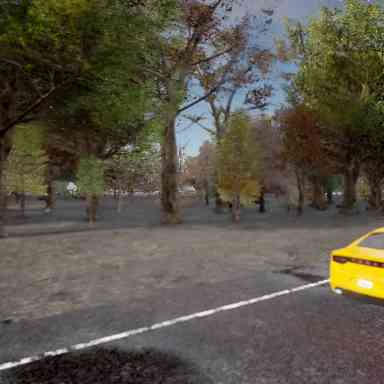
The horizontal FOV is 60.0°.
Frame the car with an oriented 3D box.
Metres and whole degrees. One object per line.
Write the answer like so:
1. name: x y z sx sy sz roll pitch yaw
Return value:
1. car: 5.114 1.500 7.391 5.008 1.535 1.882 0 0 -35
